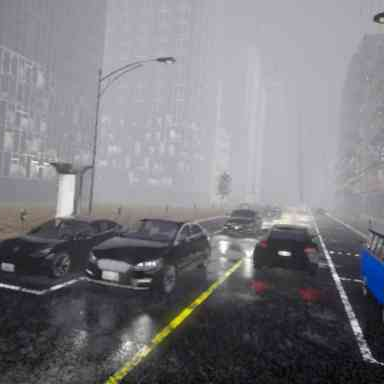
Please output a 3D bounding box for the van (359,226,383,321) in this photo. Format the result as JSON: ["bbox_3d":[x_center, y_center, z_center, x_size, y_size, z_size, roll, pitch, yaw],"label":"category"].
[{"bbox_3d":[4.551,1.682,6.768,1.690,1.788,3.998,4,0,19],"label":"van"}]

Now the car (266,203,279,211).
[{"bbox_3d":[16.281,2.980,67.058,2.008,1.369,4.403,4,0,19],"label":"car"}]

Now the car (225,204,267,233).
[{"bbox_3d":[3.308,1.815,21.048,1.837,1.490,4.892,4,0,19],"label":"car"}]

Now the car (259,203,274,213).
[{"bbox_3d":[12.708,2.679,56.590,2.008,1.369,4.403,4,0,19],"label":"car"}]

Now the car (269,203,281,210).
[{"bbox_3d":[18.068,3.125,72.291,1.887,1.381,4.507,4,0,19],"label":"car"}]

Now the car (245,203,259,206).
[{"bbox_3d":[5.568,1.972,35.654,1.967,1.590,4.097,4,0,19],"label":"car"}]

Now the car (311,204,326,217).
[{"bbox_3d":[20.618,3.221,53.874,2.008,1.369,4.403,4,0,19],"label":"car"}]

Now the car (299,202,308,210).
[{"bbox_3d":[29.520,3.693,88.200,2.150,2.045,5.566,4,0,19],"label":"car"}]

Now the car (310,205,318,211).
[{"bbox_3d":[31.335,4.163,85.278,1.802,1.307,4.206,4,0,19],"label":"car"}]

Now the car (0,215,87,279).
[{"bbox_3d":[-3.376,1.364,9.484,1.947,1.339,4.313,4,0,19],"label":"car"}]

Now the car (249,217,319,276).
[{"bbox_3d":[3.397,1.845,11.742,1.994,1.385,4.181,4,0,19],"label":"car"}]

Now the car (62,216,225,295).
[{"bbox_3d":[-0.831,1.465,8.937,2.128,1.511,4.902,4,0,19],"label":"car"}]

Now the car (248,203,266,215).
[{"bbox_3d":[9.082,2.350,45.961,1.752,1.417,4.829,4,0,19],"label":"car"}]

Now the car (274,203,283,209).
[{"bbox_3d":[21.588,3.406,82.599,1.752,1.417,4.829,4,0,19],"label":"car"}]

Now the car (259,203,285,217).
[{"bbox_3d":[9.252,2.294,38.236,2.128,1.511,4.902,4,0,19],"label":"car"}]

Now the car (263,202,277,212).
[{"bbox_3d":[14.503,2.719,61.825,1.967,1.590,4.097,4,0,19],"label":"car"}]
